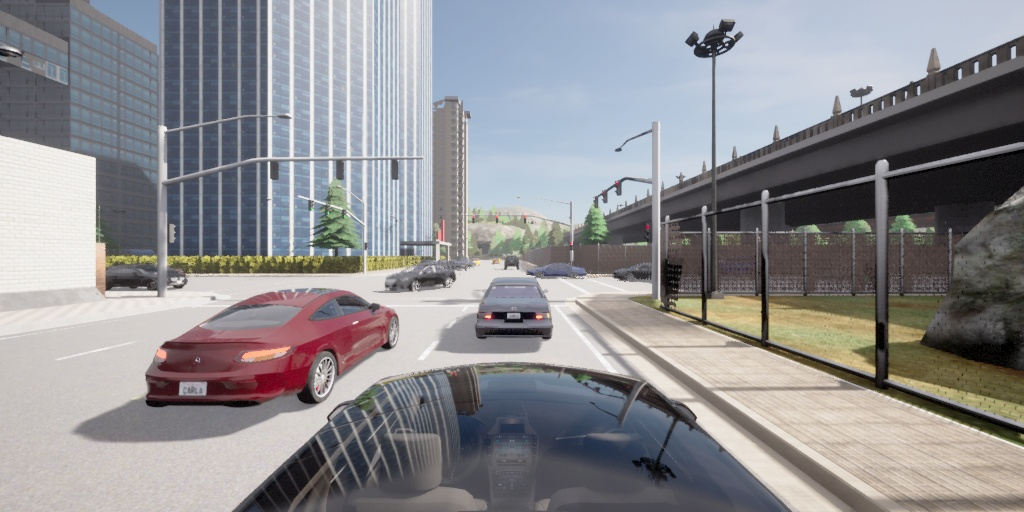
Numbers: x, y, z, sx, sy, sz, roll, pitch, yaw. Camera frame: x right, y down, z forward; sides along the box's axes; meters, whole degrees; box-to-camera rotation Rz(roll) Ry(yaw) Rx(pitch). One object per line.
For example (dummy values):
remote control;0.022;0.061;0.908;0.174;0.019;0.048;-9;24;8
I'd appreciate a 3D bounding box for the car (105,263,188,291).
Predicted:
car;-22.583;1.329;21.823;4.674;1.442;1.812;0;0;0

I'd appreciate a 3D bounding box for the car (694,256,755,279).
car;19.635;1.020;32.678;5.566;2.045;2.150;-1;0;0

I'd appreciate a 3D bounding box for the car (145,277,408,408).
car;-3.449;1.275;6.193;1.812;1.442;4.674;0;0;0

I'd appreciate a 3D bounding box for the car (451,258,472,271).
car;-7.177;1.308;49.527;1.994;1.385;4.181;0;0;0

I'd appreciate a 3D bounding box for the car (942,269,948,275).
car;42.809;1.349;32.713;5.357;1.411;2.033;0;0;0

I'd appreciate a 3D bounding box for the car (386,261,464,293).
car;-5.376;1.263;21.434;2.128;1.511;4.902;0;0;30

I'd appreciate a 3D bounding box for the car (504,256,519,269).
car;-0.029;0.965;55.642;2.150;2.045;5.566;0;0;0

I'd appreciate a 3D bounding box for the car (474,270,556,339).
car;0.079;1.297;10.013;2.033;1.411;5.357;0;0;1

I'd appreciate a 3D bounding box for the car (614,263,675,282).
car;10.789;1.307;29.141;4.892;1.490;1.837;0;0;0

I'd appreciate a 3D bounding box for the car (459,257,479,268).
car;-7.182;1.291;58.765;2.033;1.411;5.357;0;0;0

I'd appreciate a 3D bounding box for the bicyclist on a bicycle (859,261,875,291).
bicyclist on a bicycle;18.267;1.104;18.188;0.582;1.620;1.656;0;0;0

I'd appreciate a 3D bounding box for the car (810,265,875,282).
car;27.146;1.403;29.205;4.718;1.301;1.895;0;0;0

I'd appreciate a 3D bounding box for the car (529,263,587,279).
car;4.024;1.330;32.615;5.357;1.411;2.033;0;0;0
